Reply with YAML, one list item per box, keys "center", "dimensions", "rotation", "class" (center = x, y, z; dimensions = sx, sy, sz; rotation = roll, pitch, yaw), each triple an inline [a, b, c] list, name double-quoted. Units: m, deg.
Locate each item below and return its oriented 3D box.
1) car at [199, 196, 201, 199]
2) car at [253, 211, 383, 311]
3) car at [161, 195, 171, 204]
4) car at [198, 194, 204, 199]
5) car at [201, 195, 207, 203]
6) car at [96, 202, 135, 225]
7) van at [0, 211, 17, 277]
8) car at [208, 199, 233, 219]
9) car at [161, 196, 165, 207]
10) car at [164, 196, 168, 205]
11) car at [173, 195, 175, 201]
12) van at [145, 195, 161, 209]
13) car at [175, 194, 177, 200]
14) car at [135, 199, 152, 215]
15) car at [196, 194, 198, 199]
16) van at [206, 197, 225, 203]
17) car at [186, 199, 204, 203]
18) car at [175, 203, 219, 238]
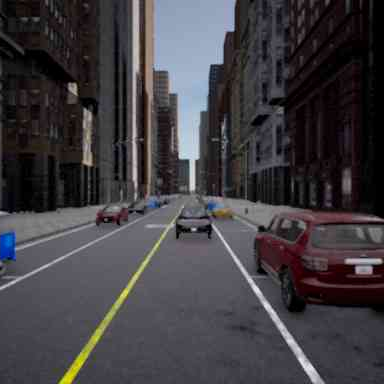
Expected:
- center: [2.727, 1.775, 58.448]
  dimensions: [2.008, 1.369, 4.403]
  rotation: [0, 0, 0]
  class: "car"
- center: [2.756, 1.340, 7.723]
  dimensions: [2.192, 1.841, 5.009]
  rotation: [0, 0, 0]
  class: "car"
- center: [-5.802, 1.567, 64.070]
  dimensions: [2.192, 1.841, 5.009]
  rotation: [0, 0, 0]
  class: "car"
- center: [2.720, 1.710, 69.721]
  dimensions: [1.967, 1.590, 4.097]
  rotation: [0, 0, 0]
  class: "car"
- center: [2.733, 1.618, 47.176]
  dimensions: [1.967, 1.590, 4.097]
  rotation: [0, 0, 0]
  class: "car"
- center: [-5.778, 1.637, 24.613]
  dimensions: [1.887, 1.381, 4.507]
  rotation: [0, 0, 0]
  class: "car"
- center: [-5.768, 1.371, 7.703]
  dimensions: [1.690, 1.788, 3.998]
  rotation: [0, 0, 0]
  class: "van"
- center: [2.743, 1.636, 30.437]
  dimensions: [1.752, 1.417, 4.829]
  rotation: [0, 0, 0]
  class: "car"
- center: [-5.795, 1.772, 52.796]
  dimensions: [1.947, 1.339, 4.313]
  rotation: [0, 0, 0]
  class: "car"
- center: [-5.798, 1.795, 58.432]
  dimensions: [1.947, 1.339, 4.313]
  rotation: [0, 0, 0]
  class: "car"
- center: [-5.812, 1.761, 80.980]
  dimensions: [1.967, 1.590, 4.097]
  rotation: [0, 0, 0]
  class: "car"
- center: [-5.792, 1.524, 47.160]
  dimensions: [1.690, 1.788, 3.998]
  rotation: [0, 0, 0]
  class: "van"
- center: [-5.818, 1.808, 92.253]
  dimensions: [1.967, 1.590, 4.097]
  rotation: [0, 0, 0]
  class: "car"
- center: [-5.785, 1.703, 35.886]
  dimensions: [1.947, 1.339, 4.313]
  rotation: [0, 0, 0]
  class: "car"
- center: [2.713, 1.631, 80.995]
  dimensions: [2.192, 1.841, 5.009]
  rotation: [0, 0, 0]
  class: "car"
- center: [2.739, 1.474, 35.904]
  dimensions: [1.690, 1.788, 3.998]
  rotation: [0, 0, 0]
  class: "van"
- center: [0.078, 1.744, 38.216]
  dimensions: [1.895, 1.301, 4.718]
  rotation: [0, 0, 0]
  class: "car"
- center: [0.086, 1.556, 18.032]
  dimensions: [2.128, 1.511, 4.902]
  rotation: [0, 0, 0]
  class: "car"
